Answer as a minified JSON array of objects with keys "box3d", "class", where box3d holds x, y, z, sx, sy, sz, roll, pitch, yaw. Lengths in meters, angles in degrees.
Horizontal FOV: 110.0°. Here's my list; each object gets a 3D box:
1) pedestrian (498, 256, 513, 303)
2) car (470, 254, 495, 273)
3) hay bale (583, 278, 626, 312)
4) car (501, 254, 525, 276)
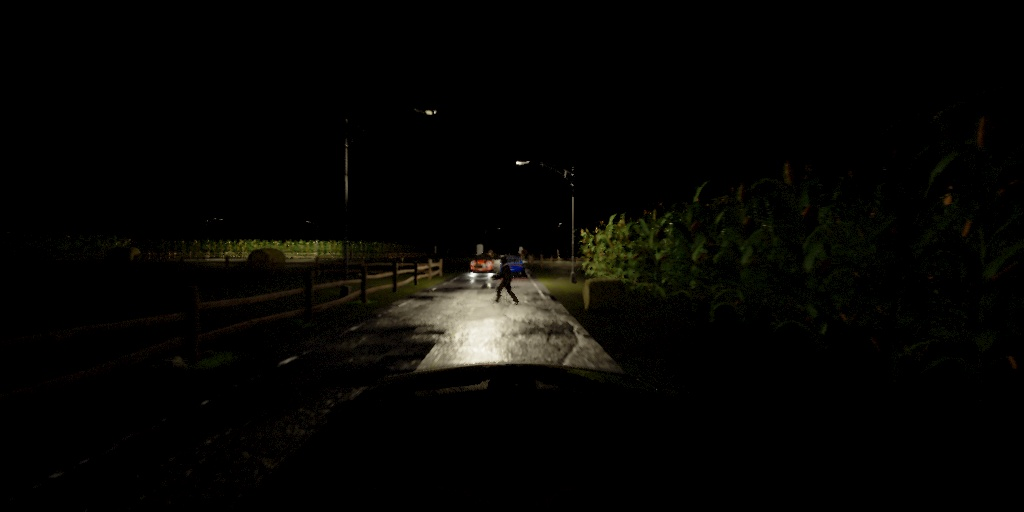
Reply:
[{"box3d":[-0.240,0.884,13.180,0.375,1.860,0.375,0,1,-3],"class":"pedestrian"},{"box3d":[-2.828,0.637,34.844,2.097,1.767,4.553,0,1,0],"class":"car"},{"box3d":[3.125,1.257,12.257,1.220,1.180,1.240,0,0,0],"class":"hay bale"},{"box3d":[0.076,0.833,29.818,1.882,1.535,5.008,0,1,0],"class":"car"}]
